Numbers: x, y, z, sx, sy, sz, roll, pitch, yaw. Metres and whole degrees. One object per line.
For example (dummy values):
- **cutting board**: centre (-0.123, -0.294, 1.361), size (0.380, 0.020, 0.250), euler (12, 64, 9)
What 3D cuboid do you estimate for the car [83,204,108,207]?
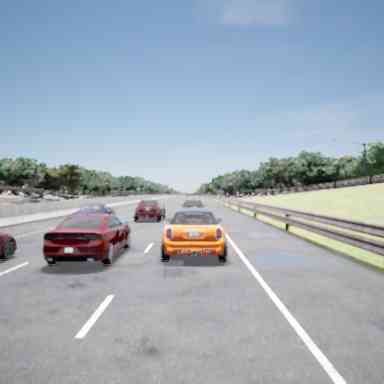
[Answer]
- **car**: centre (-6.911, 1.559, 23.987), size (2.033, 1.411, 5.357), euler (0, 0, 1)

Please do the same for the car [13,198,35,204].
- **car**: centre (-24.409, 1.570, 49.466), size (2.033, 1.411, 5.357), euler (0, 0, 1)

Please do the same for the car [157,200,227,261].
- **car**: centre (0.080, 1.357, 12.455), size (2.097, 1.767, 4.553), euler (0, 0, 0)

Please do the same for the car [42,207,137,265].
- **car**: centre (-3.425, 1.484, 11.726), size (1.882, 1.535, 5.008), euler (0, 0, 0)

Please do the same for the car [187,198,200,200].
- **car**: centre (0.130, 1.362, 27.486), size (2.097, 1.767, 4.553), euler (0, 0, 1)

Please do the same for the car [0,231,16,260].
- **car**: centre (-6.947, 1.531, 9.474), size (1.812, 1.442, 4.674), euler (0, 0, 0)

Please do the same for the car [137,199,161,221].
- **car**: centre (-3.370, 1.363, 27.507), size (2.097, 1.767, 4.553), euler (0, 0, 1)

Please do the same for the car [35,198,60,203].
- **car**: centre (-20.914, 1.623, 49.510), size (1.895, 1.301, 4.718), euler (0, 0, 1)

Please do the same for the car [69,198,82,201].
- **car**: centre (-17.418, 1.623, 49.587), size (1.895, 1.301, 4.718), euler (0, 0, 1)
